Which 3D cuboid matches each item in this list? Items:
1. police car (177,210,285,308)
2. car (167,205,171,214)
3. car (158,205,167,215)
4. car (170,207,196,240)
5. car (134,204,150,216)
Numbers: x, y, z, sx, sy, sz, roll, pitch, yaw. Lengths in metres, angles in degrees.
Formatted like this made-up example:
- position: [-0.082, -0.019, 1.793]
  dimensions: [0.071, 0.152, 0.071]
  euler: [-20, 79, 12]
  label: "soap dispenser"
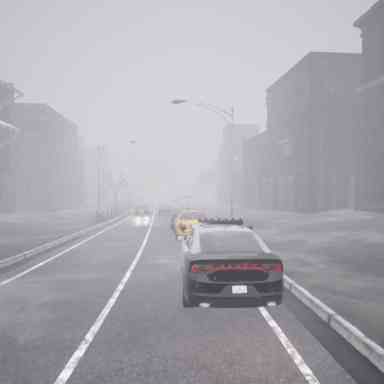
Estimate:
- position: [0.676, 1.464, 8.189]
  dimensions: [1.930, 1.638, 5.238]
  euler: [0, -1, -3]
  label: "police car"
- position: [-0.641, 1.856, 24.182]
  dimensions: [1.882, 1.535, 5.008]
  euler: [0, -2, -6]
  label: "car"
- position: [-3.801, 2.449, 47.023]
  dimensions: [1.895, 1.301, 4.718]
  euler: [0, 0, -5]
  label: "car"
- position: [-0.073, 1.669, 18.365]
  dimensions: [1.801, 1.575, 5.366]
  euler: [0, -1, -5]
  label: "car"
- position: [-6.547, 2.335, 43.930]
  dimensions: [2.128, 1.511, 4.902]
  euler: [0, 0, -6]
  label: "car"
